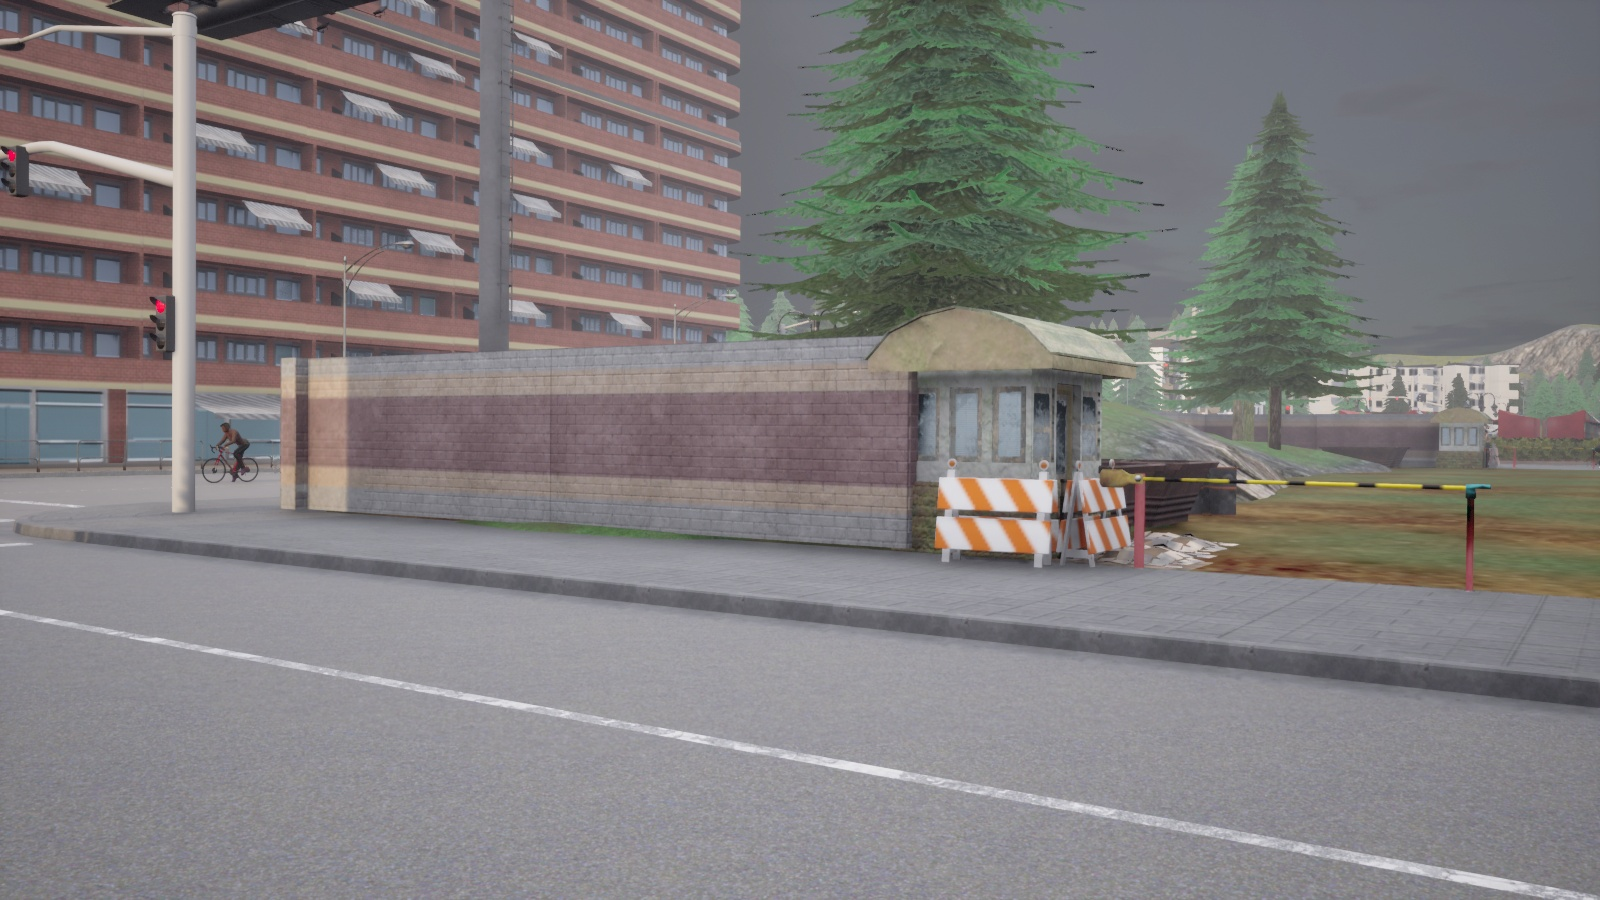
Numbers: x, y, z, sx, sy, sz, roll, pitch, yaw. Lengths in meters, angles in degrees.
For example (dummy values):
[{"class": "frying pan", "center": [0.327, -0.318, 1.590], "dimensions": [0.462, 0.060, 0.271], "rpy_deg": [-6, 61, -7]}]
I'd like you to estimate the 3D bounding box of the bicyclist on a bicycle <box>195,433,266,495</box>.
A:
[{"class": "bicyclist on a bicycle", "center": [-15.359, 0.364, 33.905], "dimensions": [0.582, 1.620, 1.656], "rpy_deg": [0, 1, 33]}]
